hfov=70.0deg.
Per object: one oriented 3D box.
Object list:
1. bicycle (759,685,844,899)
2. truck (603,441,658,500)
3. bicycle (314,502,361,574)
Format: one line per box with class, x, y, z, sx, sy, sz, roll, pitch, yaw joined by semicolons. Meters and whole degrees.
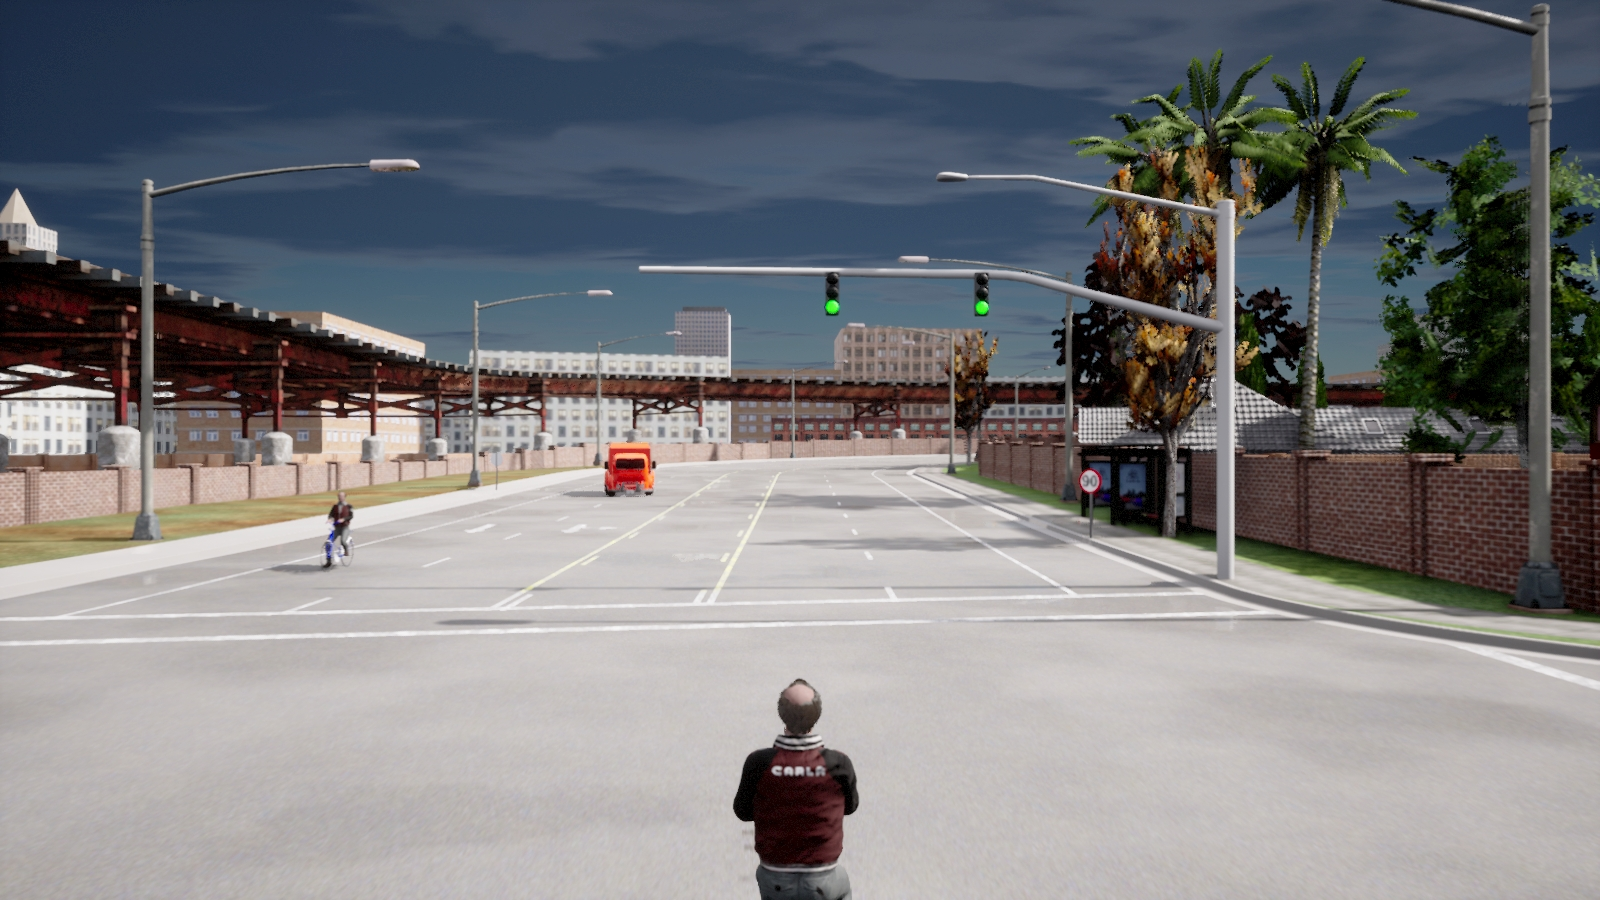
bicycle;0.011;2.042;5.362;0.329;1.496;1.835;0;0;0
truck;-8.601;0.985;57.757;2.627;2.467;5.204;0;5;-9
bicycle;-10.487;1.968;25.932;0.329;1.496;1.835;0;0;0
